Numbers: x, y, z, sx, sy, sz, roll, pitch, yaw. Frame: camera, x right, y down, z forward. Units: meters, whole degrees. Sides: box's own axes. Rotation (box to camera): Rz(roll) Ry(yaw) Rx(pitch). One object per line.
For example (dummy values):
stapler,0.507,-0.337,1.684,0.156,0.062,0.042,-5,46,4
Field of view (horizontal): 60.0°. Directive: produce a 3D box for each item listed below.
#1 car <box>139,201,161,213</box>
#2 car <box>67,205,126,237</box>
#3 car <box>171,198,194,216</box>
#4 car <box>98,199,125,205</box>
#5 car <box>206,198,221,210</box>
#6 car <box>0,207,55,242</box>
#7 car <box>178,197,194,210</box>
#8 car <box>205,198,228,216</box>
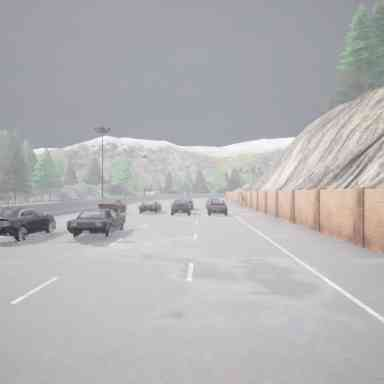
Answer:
car,-4.455,1.601,36.166,1.895,1.301,4.718,0,0,2
car,-4.957,1.601,18.017,1.895,1.301,4.718,0,0,2
car,-1.041,1.505,33.039,1.837,1.490,4.892,0,0,1
car,-8.022,1.477,33.771,1.882,1.535,5.008,0,0,2
car,2.740,1.526,43.241,1.812,1.442,4.674,0,0,2
car,-8.502,1.491,16.426,2.128,1.511,4.902,0,0,2
car,-0.754,1.478,43.480,1.882,1.535,5.008,0,0,2
car,2.454,1.491,32.798,2.128,1.511,4.902,0,0,1
